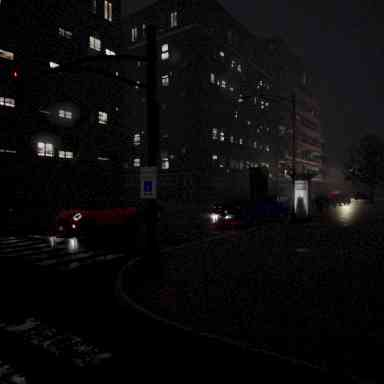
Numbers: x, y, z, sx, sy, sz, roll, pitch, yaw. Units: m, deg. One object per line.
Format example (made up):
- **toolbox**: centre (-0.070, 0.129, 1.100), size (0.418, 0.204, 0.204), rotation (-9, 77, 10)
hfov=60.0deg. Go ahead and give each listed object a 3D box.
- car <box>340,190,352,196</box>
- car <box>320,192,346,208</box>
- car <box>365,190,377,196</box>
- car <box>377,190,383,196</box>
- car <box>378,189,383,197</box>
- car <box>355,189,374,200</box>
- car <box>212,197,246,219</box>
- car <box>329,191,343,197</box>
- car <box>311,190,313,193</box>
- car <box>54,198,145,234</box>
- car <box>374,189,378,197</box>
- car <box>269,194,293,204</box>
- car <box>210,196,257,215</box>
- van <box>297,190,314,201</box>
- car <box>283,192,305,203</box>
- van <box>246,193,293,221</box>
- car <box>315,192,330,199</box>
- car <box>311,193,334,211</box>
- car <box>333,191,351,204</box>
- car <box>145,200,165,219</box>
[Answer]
- **car**: centre (38.824, 0.278, 83.663), size (2.008, 1.369, 4.403), rotation (1, 1, 36)
- **car**: centre (15.549, 0.979, 37.511), size (1.887, 1.381, 4.507), rotation (1, 1, 36)
- **car**: centre (44.217, 0.216, 82.085), size (1.994, 1.385, 4.181), rotation (0, 1, 36)
- **car**: centre (45.111, 0.315, 78.907), size (1.802, 1.307, 4.206), rotation (1, 1, 36)
- **car**: centre (41.827, 0.356, 74.307), size (1.887, 1.381, 4.507), rotation (1, 1, 36)
- **car**: centre (28.688, 0.564, 55.907), size (1.967, 1.590, 4.097), rotation (1, 1, 36)
- **car**: centre (3.756, 1.189, 25.429), size (1.812, 1.442, 4.674), rotation (0, 1, 36)
- **car**: centre (32.262, 0.428, 74.473), size (1.887, 1.381, 4.507), rotation (1, 1, 36)
- **car**: centre (16.166, 0.842, 47.548), size (1.812, 1.442, 4.674), rotation (0, 1, 36)
- **car**: centre (-5.067, 1.167, 17.979), size (2.097, 1.767, 4.553), rotation (0, 1, 36)
- **car**: centre (31.973, 0.590, 60.509), size (1.887, 1.381, 4.507), rotation (1, 1, 36)
- **car**: centre (12.574, 0.933, 46.906), size (1.802, 1.307, 4.206), rotation (1, 1, 36)
- **car**: centre (3.936, 1.150, 30.583), size (2.033, 1.411, 5.357), rotation (0, 1, 36)
- **van**: centre (19.137, 0.536, 56.090), size (1.690, 1.788, 3.998), rotation (1, 1, 36)
- **car**: centre (15.757, 0.801, 51.361), size (1.752, 1.417, 4.829), rotation (1, 1, 36)
- **van**: centre (5.695, 1.009, 23.708), size (1.690, 1.788, 3.998), rotation (1, 1, 36)
- **car**: centre (25.699, 0.621, 65.284), size (1.802, 1.307, 4.206), rotation (1, 1, 36)
- **car**: centre (12.264, 1.078, 32.912), size (1.947, 1.339, 4.313), rotation (1, 1, 36)
- **car**: centre (18.834, 0.923, 42.111), size (1.947, 1.339, 4.313), rotation (1, 1, 36)
- **car**: centre (-3.832, 1.283, 23.931), size (1.887, 1.381, 4.507), rotation (1, 1, 36)
